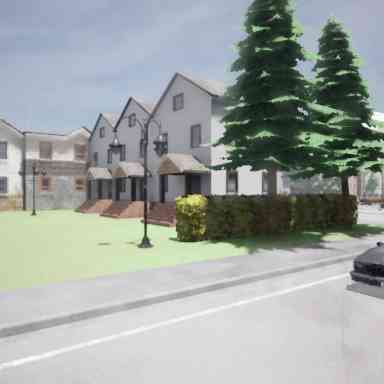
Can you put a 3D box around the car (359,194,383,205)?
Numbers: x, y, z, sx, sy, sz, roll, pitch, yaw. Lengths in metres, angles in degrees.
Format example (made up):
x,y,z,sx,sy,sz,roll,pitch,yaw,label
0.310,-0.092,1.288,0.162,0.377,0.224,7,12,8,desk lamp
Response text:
x,y,z,sx,sy,sz,roll,pitch,yaw,label
27.286,1.080,49.291,1.932,1.855,4.605,0,0,-36,car

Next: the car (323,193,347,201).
x,y,z,sx,sy,sz,roll,pitch,yaw,label
32.154,1.074,74.745,1.932,1.855,4.605,0,0,-36,car

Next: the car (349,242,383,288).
x,y,z,sx,sy,sz,roll,pitch,yaw,label
6.183,1.544,8.339,5.357,1.411,2.033,0,0,-35,car
